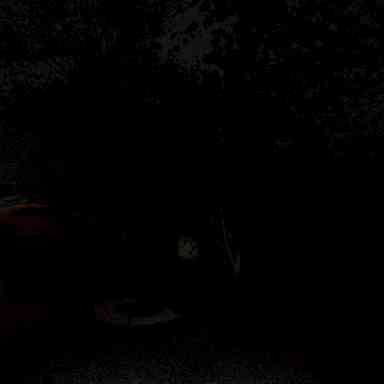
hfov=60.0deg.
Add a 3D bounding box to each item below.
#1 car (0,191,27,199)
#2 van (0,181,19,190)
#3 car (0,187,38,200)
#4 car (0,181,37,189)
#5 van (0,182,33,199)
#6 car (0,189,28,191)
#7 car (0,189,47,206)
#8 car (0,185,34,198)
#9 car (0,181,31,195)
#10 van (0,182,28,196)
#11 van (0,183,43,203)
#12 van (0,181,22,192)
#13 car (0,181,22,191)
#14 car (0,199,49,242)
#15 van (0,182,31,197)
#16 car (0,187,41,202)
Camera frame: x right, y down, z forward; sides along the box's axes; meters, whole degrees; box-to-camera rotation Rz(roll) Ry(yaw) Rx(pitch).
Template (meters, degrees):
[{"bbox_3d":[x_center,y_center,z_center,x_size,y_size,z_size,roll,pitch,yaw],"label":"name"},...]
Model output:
[{"bbox_3d":[-8.315,1.046,17.679,4.553,1.767,2.185,1,2,-30],"label":"car"},{"bbox_3d":[-40.390,-1.423,72.666,4.442,1.987,1.878,1,1,-30],"label":"van"},{"bbox_3d":[-20.835,0.162,39.068,4.792,1.488,2.163,1,2,-30],"label":"car"},{"bbox_3d":[-15.238,0.335,29.510,5.566,2.045,2.435,1,2,-30],"label":"car"},{"bbox_3d":[-22.334,-0.195,41.367,4.442,1.987,1.878,1,2,-31],"label":"van"},{"bbox_3d":[-12.637,0.816,24.632,5.366,1.575,1.946,1,2,-30],"label":"car"},{"bbox_3d":[-16.694,0.496,31.878,4.792,1.488,2.163,1,2,-30],"label":"car"},{"bbox_3d":[-23.650,-0.065,43.832,5.008,1.535,2.097,1,1,-30],"label":"car"},{"bbox_3d":[-27.865,-0.599,50.978,5.566,2.045,2.435,1,1,-30],"label":"car"},{"bbox_3d":[-26.545,-0.481,48.544,4.442,1.987,1.878,1,1,-30],"label":"van"},{"bbox_3d":[-18.020,0.122,34.440,4.442,1.987,1.878,1,2,-30],"label":"van"},{"bbox_3d":[-34.797,-1.046,63.108,4.442,1.987,1.878,1,1,-30],"label":"van"},{"bbox_3d":[-39.116,-1.357,70.202,5.566,2.045,2.435,1,1,-30],"label":"car"},{"bbox_3d":[-6.953,1.289,15.274,5.008,1.535,2.097,1,2,-30],"label":"car"},{"bbox_3d":[-24.945,-0.383,46.273,4.442,1.987,1.878,1,1,-30],"label":"van"},{"bbox_3d":[-19.503,0.264,36.792,4.792,1.488,2.163,1,2,-30],"label":"car"}]
